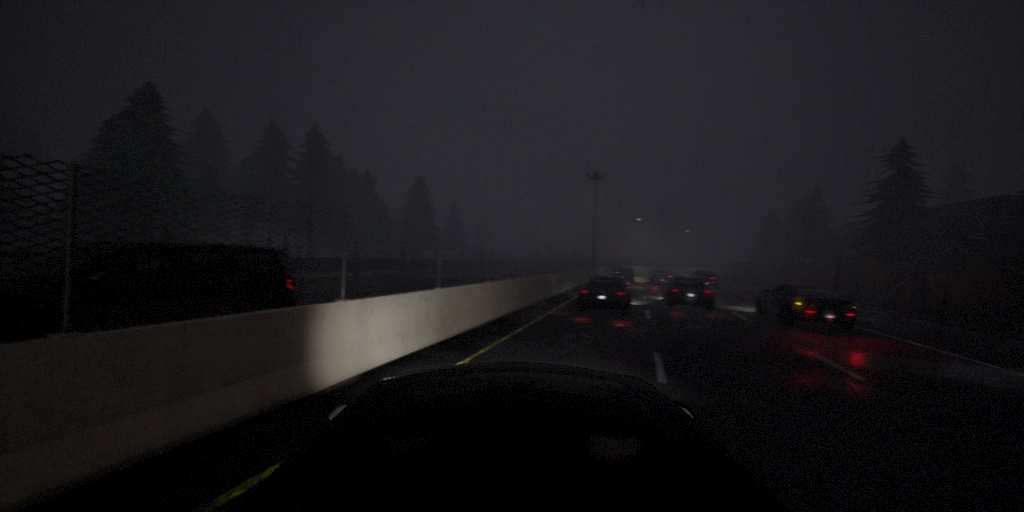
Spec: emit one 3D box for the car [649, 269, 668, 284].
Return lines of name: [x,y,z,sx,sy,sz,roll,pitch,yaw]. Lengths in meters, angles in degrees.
car: [14.750,2.025,35.571,1.812,1.442,4.674,2,0,19]

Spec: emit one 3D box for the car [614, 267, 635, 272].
car: [11.417,1.874,36.640,2.128,1.511,4.902,2,0,19]

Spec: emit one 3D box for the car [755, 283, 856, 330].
car: [10.785,1.746,13.450,1.812,1.442,4.674,2,0,19]

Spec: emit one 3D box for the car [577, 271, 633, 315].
car: [4.006,1.544,15.264,1.994,1.385,4.181,2,0,19]

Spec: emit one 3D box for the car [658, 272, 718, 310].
car: [8.520,1.725,17.606,1.994,1.385,4.181,2,0,19]

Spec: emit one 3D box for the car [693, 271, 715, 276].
car: [17.596,2.096,33.104,1.837,1.490,4.892,2,0,19]

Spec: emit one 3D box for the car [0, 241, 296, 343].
car: [-6.724,0.749,6.241,2.150,2.045,5.566,2,0,19]

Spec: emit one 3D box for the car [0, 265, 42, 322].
car: [-13.779,0.873,7.289,1.895,1.301,4.718,2,0,19]
